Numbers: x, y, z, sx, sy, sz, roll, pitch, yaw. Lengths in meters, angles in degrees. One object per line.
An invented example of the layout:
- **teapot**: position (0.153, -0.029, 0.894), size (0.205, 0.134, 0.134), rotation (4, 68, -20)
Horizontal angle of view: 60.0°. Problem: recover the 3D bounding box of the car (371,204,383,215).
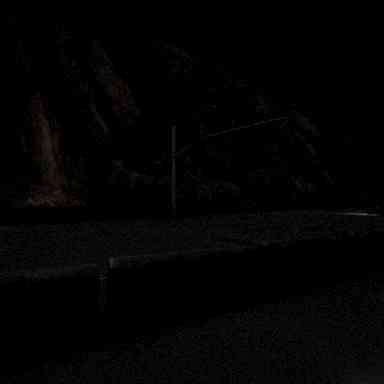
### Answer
- **car**: position (19.211, 1.489, 31.373), size (4.181, 1.385, 1.994), rotation (0, 0, 25)
